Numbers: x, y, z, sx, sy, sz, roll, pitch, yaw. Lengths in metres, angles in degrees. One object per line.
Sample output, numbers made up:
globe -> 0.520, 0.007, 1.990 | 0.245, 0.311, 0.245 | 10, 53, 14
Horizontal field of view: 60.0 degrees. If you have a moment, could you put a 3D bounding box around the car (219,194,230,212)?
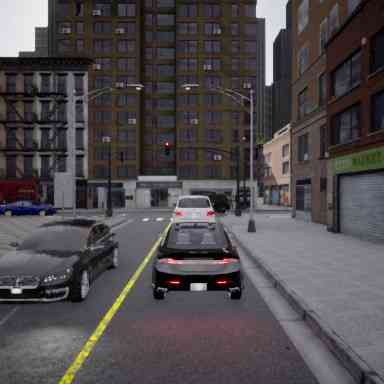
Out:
car -> 1.102, 1.196, 32.964 | 5.566, 2.045, 2.150 | -1, -1, -27

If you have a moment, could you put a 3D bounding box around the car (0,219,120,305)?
car -> -3.105, 1.504, 8.308 | 1.837, 1.490, 4.892 | 0, 0, 0

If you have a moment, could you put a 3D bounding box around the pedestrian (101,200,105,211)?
pedestrian -> -10.156, 1.497, 37.932 | 0.375, 1.300, 0.375 | 0, 0, -1

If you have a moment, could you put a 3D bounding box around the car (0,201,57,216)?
car -> -15.472, 1.577, 31.624 | 5.008, 1.535, 1.882 | 0, 0, -2

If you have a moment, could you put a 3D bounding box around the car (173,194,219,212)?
car -> 0.100, 1.215, 18.861 | 2.150, 2.045, 5.566 | 0, 0, 0

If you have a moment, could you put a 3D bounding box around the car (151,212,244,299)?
car -> 0.101, 1.490, 8.407 | 2.128, 1.511, 4.902 | 0, 0, 0
